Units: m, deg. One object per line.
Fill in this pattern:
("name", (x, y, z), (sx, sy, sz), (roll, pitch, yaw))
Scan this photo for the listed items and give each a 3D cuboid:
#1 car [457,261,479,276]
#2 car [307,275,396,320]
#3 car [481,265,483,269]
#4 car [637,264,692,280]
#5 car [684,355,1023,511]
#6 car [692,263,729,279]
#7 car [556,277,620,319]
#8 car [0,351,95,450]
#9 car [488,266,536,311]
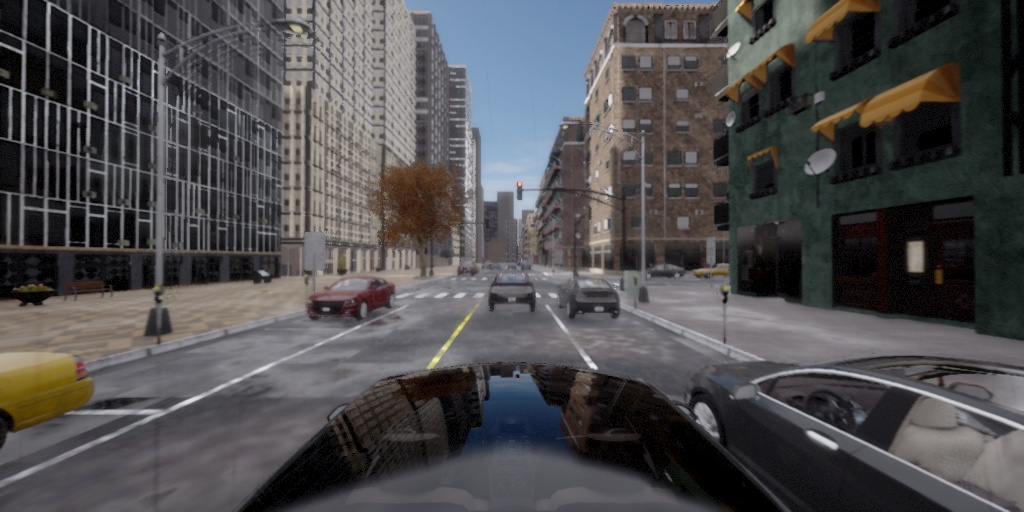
("car", (-5.697, 1.527, 45.609), (2.192, 1.841, 5.009), (0, 0, 0))
("car", (-5.693, 1.411, 13.223), (1.888, 1.381, 4.507), (0, 0, 0))
("car", (-5.698, 1.839, 51.131), (1.948, 1.339, 4.313), (0, 0, 0))
("car", (13.431, 1.412, 32.642), (4.403, 1.370, 2.007), (0, 0, -1))
("car", (2.689, 1.305, 2.159), (2.007, 1.370, 4.403), (0, 0, 0))
("car", (18.828, 1.310, 32.698), (4.829, 1.417, 1.751), (0, 0, -1))
("car", (2.687, 1.417, 13.224), (2.007, 1.370, 4.403), (0, 0, 0))
("car", (-5.691, 1.279, 1.988), (1.751, 1.417, 4.829), (0, 0, 0))
("car", (0.016, 1.381, 15.357), (2.128, 1.511, 4.902), (0, 0, 0))
